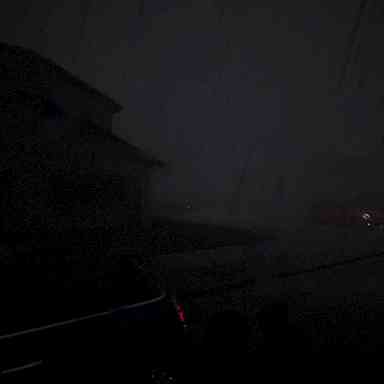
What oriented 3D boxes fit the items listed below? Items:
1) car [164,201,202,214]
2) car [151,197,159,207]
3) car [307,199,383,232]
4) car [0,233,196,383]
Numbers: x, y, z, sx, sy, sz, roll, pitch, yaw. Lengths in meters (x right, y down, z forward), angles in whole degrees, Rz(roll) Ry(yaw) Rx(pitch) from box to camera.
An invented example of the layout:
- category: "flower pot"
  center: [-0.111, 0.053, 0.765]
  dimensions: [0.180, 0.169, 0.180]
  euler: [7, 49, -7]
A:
- category: "car"
  center: [-0.995, 1.601, 35.506]
  dimensions: [1.895, 1.301, 4.718]
  euler: [0, 0, -35]
- category: "car"
  center: [-6.751, 1.526, 50.831]
  dimensions: [1.812, 1.442, 4.674]
  euler: [0, 0, -36]
- category: "car"
  center: [9.398, 1.351, 20.396]
  dimensions: [2.097, 1.767, 4.553]
  euler: [0, 0, -30]
- category: "car"
  center: [-2.254, 1.352, 2.954]
  dimensions: [4.553, 1.767, 2.097]
  euler: [0, 0, -35]
